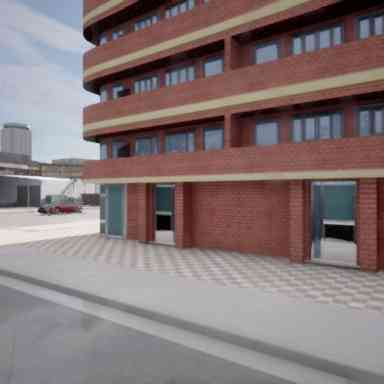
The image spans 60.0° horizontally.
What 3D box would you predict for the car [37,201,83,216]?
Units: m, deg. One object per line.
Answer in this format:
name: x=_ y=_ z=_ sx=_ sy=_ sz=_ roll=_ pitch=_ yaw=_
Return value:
car: x=-12.979 y=1.543 z=32.888 sx=1.994 sy=1.385 sz=4.181 roll=0 pitch=0 yaw=35
